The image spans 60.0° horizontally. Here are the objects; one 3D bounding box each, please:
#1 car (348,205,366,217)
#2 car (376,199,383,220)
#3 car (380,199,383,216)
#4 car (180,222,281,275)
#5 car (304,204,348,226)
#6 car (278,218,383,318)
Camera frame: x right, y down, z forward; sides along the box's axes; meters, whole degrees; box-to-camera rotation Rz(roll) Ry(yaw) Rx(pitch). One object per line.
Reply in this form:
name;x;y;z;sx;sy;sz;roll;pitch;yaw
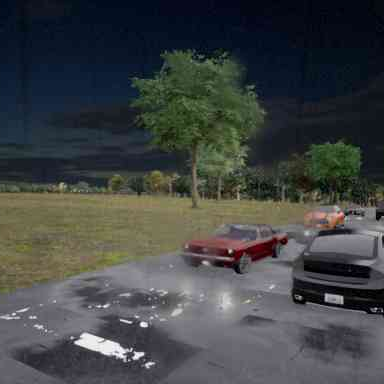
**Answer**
car;19.090;2.171;38.937;1.994;1.385;4.181;0;-1;32
car;19.626;1.742;33.094;2.150;2.045;5.566;0;-1;32
car;25.303;1.921;42.254;2.150;2.045;5.566;0;-1;32
car;1.623;1.740;11.270;1.895;1.301;4.718;0;-1;34
car;9.542;1.698;23.838;2.097;1.767;4.553;0;-1;32
car;3.698;1.602;7.708;1.837;1.490;4.892;0;-1;32
